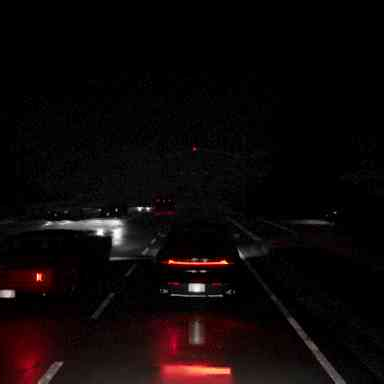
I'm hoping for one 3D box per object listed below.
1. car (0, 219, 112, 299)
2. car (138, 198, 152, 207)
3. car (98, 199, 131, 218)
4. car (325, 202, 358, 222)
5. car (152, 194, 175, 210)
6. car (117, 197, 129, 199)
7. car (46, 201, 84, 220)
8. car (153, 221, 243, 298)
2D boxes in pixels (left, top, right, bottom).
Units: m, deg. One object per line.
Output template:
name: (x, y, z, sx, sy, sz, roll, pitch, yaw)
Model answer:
car: (-3.420, 1.600, 8.394, 1.895, 1.301, 4.718, 0, 0, 0)
car: (-7.043, 1.576, 50.772, 1.994, 1.385, 4.181, 0, 0, 0)
car: (-7.124, 1.599, 30.399, 1.895, 1.301, 4.718, 0, 0, 0)
car: (12.457, 1.485, 25.031, 4.674, 1.442, 1.812, 0, 0, -2)
car: (-3.435, 1.219, 43.210, 2.150, 2.045, 5.566, 0, 0, 0)
car: (-10.544, 1.491, 50.518, 2.128, 1.511, 4.902, 0, 0, 0)
car: (-10.609, 1.524, 28.199, 1.812, 1.442, 4.674, 0, 0, 0)
car: (0.188, 1.504, 8.508, 1.837, 1.490, 4.892, 0, 0, 2)
